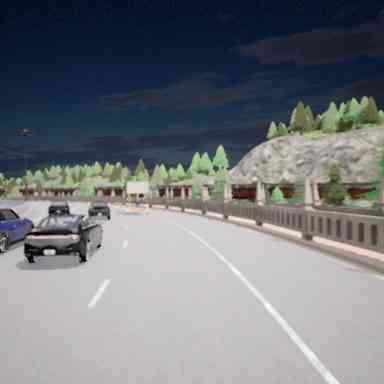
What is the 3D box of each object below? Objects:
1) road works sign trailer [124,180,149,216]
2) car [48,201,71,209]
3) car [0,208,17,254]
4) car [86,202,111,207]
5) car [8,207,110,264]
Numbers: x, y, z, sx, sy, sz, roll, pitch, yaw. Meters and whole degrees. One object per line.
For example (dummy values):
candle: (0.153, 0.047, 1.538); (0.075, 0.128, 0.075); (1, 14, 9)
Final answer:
road works sign trailer: (-5.656, 0.575, 34.877); (2.380, 3.560, 2.880); (0, 0, -7)
car: (-12.940, 1.637, 32.525); (1.882, 1.535, 5.008); (0, 0, -19)
car: (-8.201, 1.428, 13.791); (2.097, 1.767, 4.553); (0, 0, -8)
car: (-8.381, 1.625, 29.884); (1.837, 1.490, 4.892); (0, 0, -18)
car: (-4.416, 1.542, 12.062); (2.128, 1.511, 4.902); (0, 0, -7)
